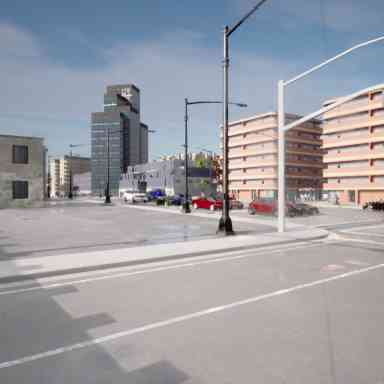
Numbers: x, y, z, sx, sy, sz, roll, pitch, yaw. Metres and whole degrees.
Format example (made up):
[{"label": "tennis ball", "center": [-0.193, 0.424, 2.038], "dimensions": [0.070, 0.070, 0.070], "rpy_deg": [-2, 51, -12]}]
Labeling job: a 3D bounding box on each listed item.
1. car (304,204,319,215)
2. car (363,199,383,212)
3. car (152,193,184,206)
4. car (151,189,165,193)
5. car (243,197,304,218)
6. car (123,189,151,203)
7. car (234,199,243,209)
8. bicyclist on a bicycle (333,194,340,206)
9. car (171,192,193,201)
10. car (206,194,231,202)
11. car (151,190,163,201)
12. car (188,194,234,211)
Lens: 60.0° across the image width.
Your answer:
[{"label": "car", "center": [9.496, 1.413, 32.090], "dimensions": [2.033, 1.411, 5.357], "rpy_deg": [0, 1, -35]}, {"label": "car", "center": [20.536, 1.406, 34.840], "dimensions": [2.128, 1.511, 4.902], "rpy_deg": [0, 1, -34]}, {"label": "car", "center": [-3.156, 1.157, 44.400], "dimensions": [1.994, 1.385, 4.181], "rpy_deg": [0, 1, -34]}, {"label": "car", "center": [-7.565, 0.334, 69.601], "dimensions": [2.150, 2.045, 5.566], "rpy_deg": [0, 1, -34]}, {"label": "car", "center": [7.115, 1.231, 29.382], "dimensions": [2.097, 1.767, 4.553], "rpy_deg": [0, 1, -34]}, {"label": "car", "center": [-9.121, 0.627, 53.177], "dimensions": [2.150, 2.045, 5.566], "rpy_deg": [0, 1, -33]}, {"label": "car", "center": [4.148, 1.256, 39.910], "dimensions": [1.812, 1.442, 4.674], "rpy_deg": [0, 1, -34]}, {"label": "bicyclist on a bicycle", "center": [19.984, 1.094, 45.971], "dimensions": [1.656, 1.620, 0.582], "rpy_deg": [0, 1, -34]}, {"label": "car", "center": [-1.907, 0.862, 61.431], "dimensions": [1.837, 1.490, 4.892], "rpy_deg": [0, 1, -34]}, {"label": "car", "center": [4.561, 1.069, 58.258], "dimensions": [1.895, 1.301, 4.718], "rpy_deg": [0, 1, -34]}, {"label": "car", "center": [-7.294, 0.877, 56.725], "dimensions": [1.837, 1.490, 4.892], "rpy_deg": [0, 1, -34]}, {"label": "car", "center": [1.968, 1.229, 36.891], "dimensions": [1.882, 1.535, 5.008], "rpy_deg": [0, 1, -34]}]
